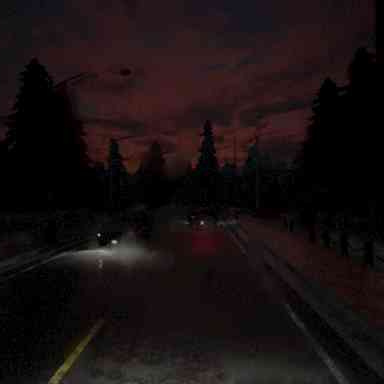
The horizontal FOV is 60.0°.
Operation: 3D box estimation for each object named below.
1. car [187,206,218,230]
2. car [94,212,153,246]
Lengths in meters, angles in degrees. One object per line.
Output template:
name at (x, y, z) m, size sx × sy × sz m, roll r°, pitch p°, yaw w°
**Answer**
car at (0.733, 1.746, 22.868) m, size 1.837 × 1.490 × 4.892 m, roll 0°, pitch -1°, yaw 2°
car at (-3.127, 1.719, 16.438) m, size 2.033 × 1.411 × 5.357 m, roll 0°, pitch -1°, yaw 2°
